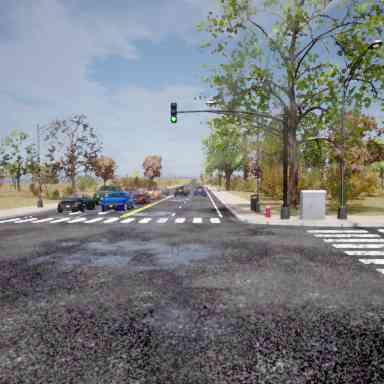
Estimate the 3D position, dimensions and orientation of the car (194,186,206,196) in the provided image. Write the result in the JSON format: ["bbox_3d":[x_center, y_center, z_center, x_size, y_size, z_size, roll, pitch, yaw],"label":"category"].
[{"bbox_3d":[1.365,-0.199,56.635,2.097,1.767,4.553,0,2,2],"label":"car"}]

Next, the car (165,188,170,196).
[{"bbox_3d":[-5.073,-0.043,59.539,2.033,1.411,5.357,0,2,2],"label":"car"}]

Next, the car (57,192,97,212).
[{"bbox_3d":[-9.386,0.858,27.325,1.994,1.385,4.181,0,2,2],"label":"car"}]

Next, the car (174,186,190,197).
[{"bbox_3d":[-1.882,-0.183,56.770,2.097,1.767,4.553,0,2,2],"label":"car"}]

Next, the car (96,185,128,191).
[{"bbox_3d":[-9.099,0.268,36.659,2.150,2.045,5.566,0,2,2],"label":"car"}]

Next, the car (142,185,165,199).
[{"bbox_3d":[-5.526,0.106,46.843,2.097,1.767,4.553,0,2,2],"label":"car"}]

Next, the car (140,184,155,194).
[{"bbox_3d":[-8.224,-0.670,62.044,2.097,1.767,4.553,0,2,2],"label":"car"}]

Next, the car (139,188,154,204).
[{"bbox_3d":[-5.828,0.583,36.955,1.994,1.385,4.181,0,2,3],"label":"car"}]

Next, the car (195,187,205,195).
[{"bbox_3d":[1.680,-0.263,66.732,1.994,1.385,4.181,0,2,2],"label":"car"}]

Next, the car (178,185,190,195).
[{"bbox_3d":[-1.571,-0.457,66.797,2.097,1.767,4.553,0,2,2],"label":"car"}]

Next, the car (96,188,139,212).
[{"bbox_3d":[-6.116,0.735,27.978,1.882,1.535,5.008,0,2,2],"label":"car"}]
